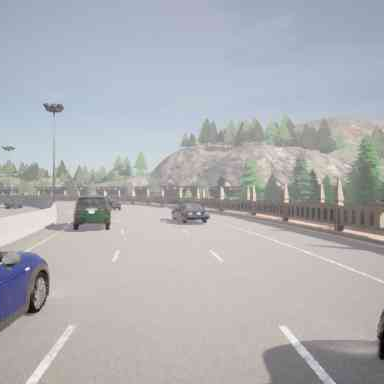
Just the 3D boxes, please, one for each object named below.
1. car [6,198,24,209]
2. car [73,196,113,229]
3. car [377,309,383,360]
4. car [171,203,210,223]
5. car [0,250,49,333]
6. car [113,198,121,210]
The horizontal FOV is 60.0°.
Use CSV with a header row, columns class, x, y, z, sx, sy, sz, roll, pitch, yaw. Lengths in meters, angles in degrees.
class,x,y,z,sx,sy,sz,roll,pitch,yaw
car,-25.211,1.654,47.253,1.837,1.490,4.892,0,0,-33
car,-6.477,1.246,21.849,2.150,2.045,5.566,0,0,-14
car,3.384,1.352,2.258,2.097,1.767,4.553,0,0,-2
car,-0.223,1.562,25.668,2.033,1.411,5.357,0,0,-16
car,-3.776,1.355,4.732,2.097,1.767,4.553,0,0,-3
car,-10.399,1.560,42.624,2.128,1.511,4.902,0,0,-25
